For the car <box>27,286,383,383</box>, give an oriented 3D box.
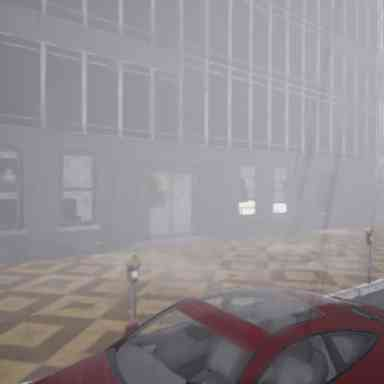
[{"bbox_3d":[0.321,1.557,2.663,4.206,1.307,1.802,0,1,-34],"label":"car"}]
